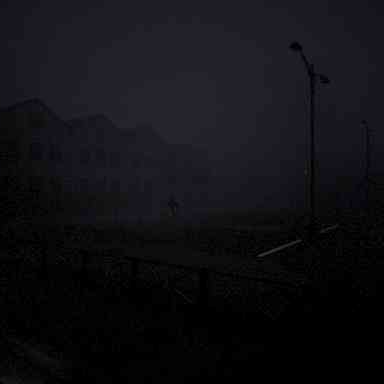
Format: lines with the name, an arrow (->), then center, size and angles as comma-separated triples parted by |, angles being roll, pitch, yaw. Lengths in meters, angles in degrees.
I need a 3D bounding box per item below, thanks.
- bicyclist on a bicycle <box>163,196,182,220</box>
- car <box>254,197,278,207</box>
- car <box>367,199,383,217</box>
bicyclist on a bicycle -> -1.377, 1.109, 23.046 | 1.656, 1.620, 0.582 | 0, 0, 35
car -> 10.458, 1.356, 46.673 | 2.033, 1.411, 5.357 | 0, 0, 32
car -> 15.445, 1.298, 26.799 | 2.007, 1.523, 4.514 | 0, 0, 35
